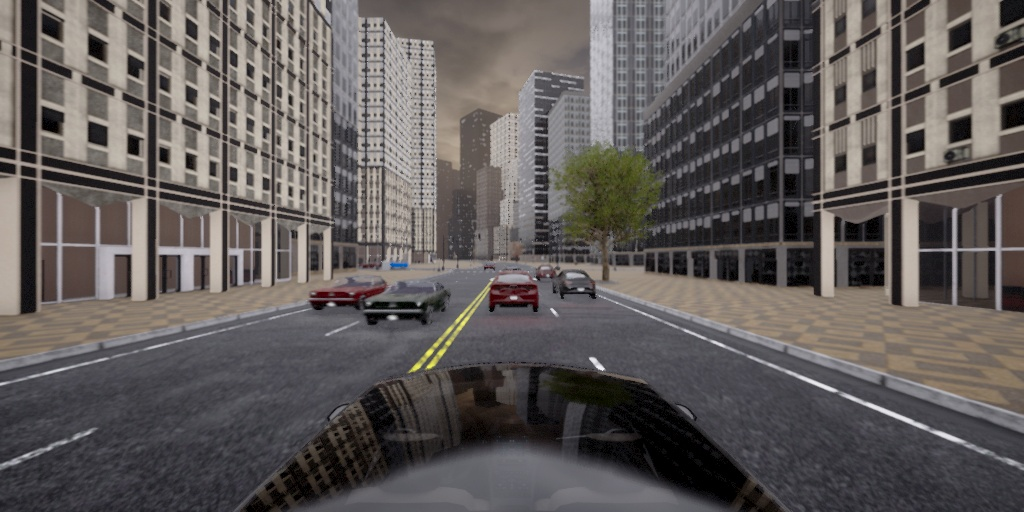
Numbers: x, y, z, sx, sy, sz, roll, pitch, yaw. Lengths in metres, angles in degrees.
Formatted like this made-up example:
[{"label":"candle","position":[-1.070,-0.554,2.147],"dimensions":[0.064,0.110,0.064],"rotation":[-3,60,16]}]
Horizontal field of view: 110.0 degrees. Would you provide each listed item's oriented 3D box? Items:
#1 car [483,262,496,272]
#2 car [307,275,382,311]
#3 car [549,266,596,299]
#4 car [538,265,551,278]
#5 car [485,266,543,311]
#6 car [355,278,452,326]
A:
[{"label":"car","position":[-3.372,1.615,54.896],"dimensions":[1.895,1.301,4.718],"rotation":[0,-1,0]},{"label":"car","position":[-6.631,1.504,15.375],"dimensions":[1.895,1.301,4.718],"rotation":[0,-1,0]},{"label":"car","position":[3.310,1.472,19.537],"dimensions":[1.812,1.442,4.674],"rotation":[0,-1,0]},{"label":"car","position":[3.273,1.633,34.974],"dimensions":[1.812,1.442,4.674],"rotation":[0,-1,0]},{"label":"car","position":[0.065,1.378,15.279],"dimensions":[1.882,1.535,5.008],"rotation":[0,-1,0]},{"label":"car","position":[-3.373,1.470,12.349],"dimensions":[1.895,1.301,4.718],"rotation":[0,-1,0]}]
